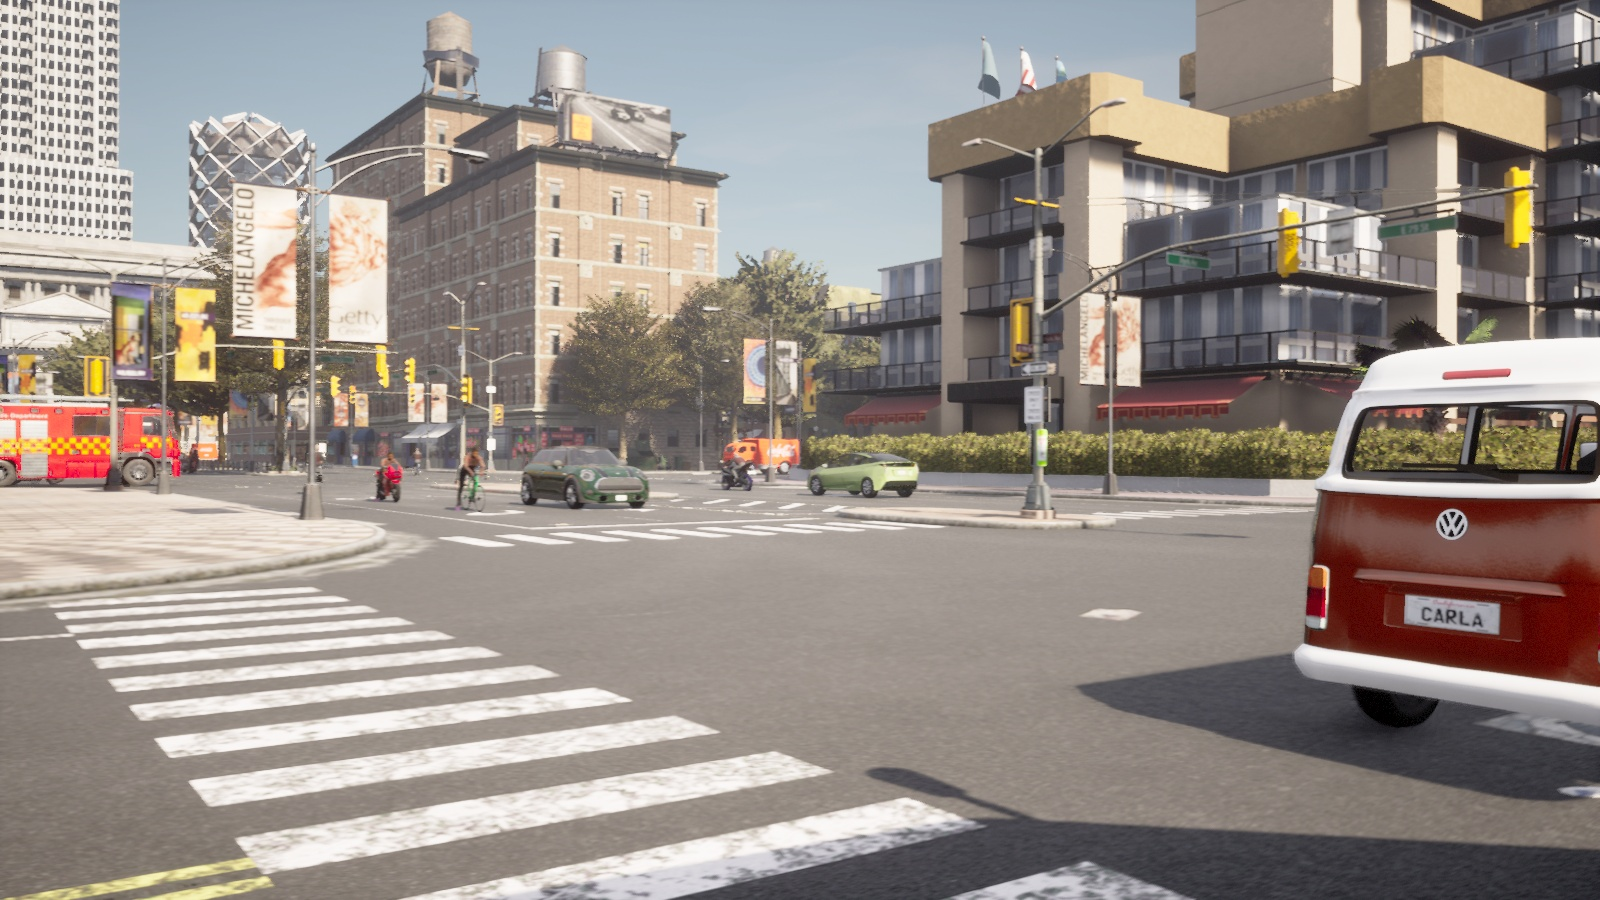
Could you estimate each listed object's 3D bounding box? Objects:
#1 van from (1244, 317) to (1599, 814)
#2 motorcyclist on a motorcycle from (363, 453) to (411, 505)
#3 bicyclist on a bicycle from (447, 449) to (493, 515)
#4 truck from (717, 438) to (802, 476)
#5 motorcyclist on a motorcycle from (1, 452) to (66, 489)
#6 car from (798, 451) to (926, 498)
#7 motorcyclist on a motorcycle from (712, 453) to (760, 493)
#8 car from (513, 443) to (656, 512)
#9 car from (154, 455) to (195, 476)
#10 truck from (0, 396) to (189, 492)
[{"bbox_3d":[4.745,0.474,6.963,4.480,2.038,2.069,0,0,-35],"label":"van"},{"bbox_3d":[-12.321,0.843,37.422,0.797,1.523,2.044,0,0,-35],"label":"motorcyclist on a motorcycle"},{"bbox_3d":[-8.373,0.792,31.850,0.582,1.620,1.656,0,0,-35],"label":"bicyclist on a bicycle"},{"bbox_3d":[-2.778,0.469,85.937,5.204,2.467,2.627,0,0,-36],"label":"truck"},{"bbox_3d":[-34.100,0.904,55.884,0.766,1.649,2.350,-1,-1,44],"label":"motorcyclist on a motorcycle"},{"bbox_3d":[2.068,0.790,43.059,2.007,1.525,4.514,0,0,-35],"label":"car"},{"bbox_3d":[-2.550,0.903,49.576,0.866,1.530,2.191,0,0,-35],"label":"motorcyclist on a motorcycle"},{"bbox_3d":[-6.006,0.699,34.564,2.097,1.767,4.553,0,0,-35],"label":"car"},{"bbox_3d":[-43.811,1.077,87.914,1.812,1.442,4.674,0,0,-35],"label":"car"},{"bbox_3d":[-30.699,-0.226,52.998,8.468,3.827,2.891,0,0,-36],"label":"truck"}]
